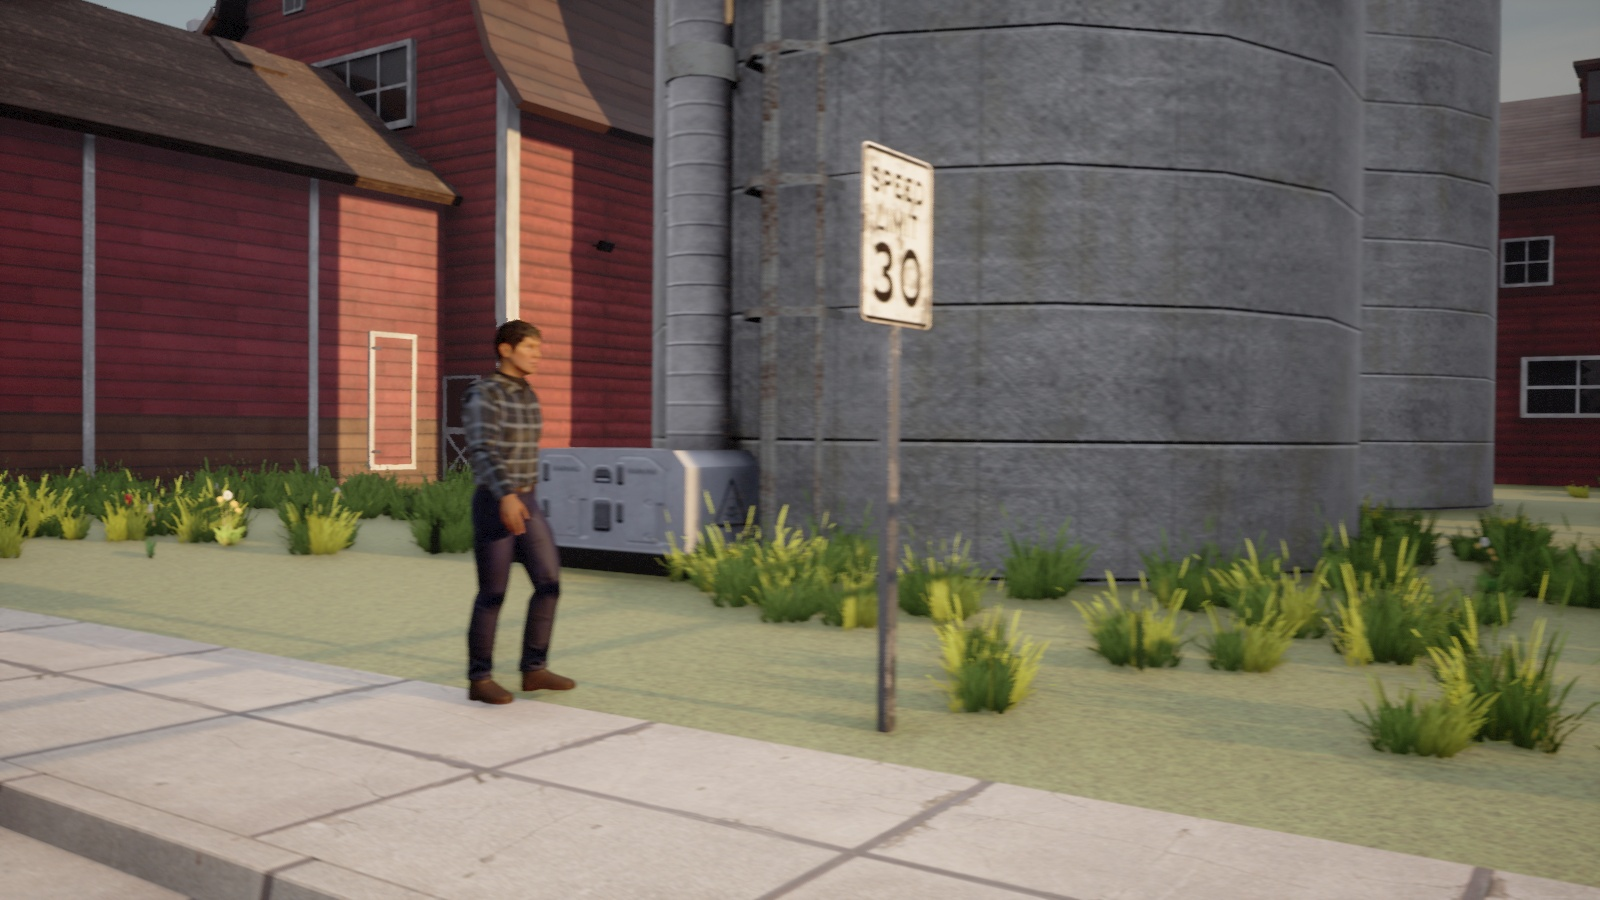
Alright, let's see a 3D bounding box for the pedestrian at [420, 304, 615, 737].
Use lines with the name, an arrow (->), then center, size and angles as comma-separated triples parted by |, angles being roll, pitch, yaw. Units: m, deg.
pedestrian -> -1.345, 0.317, 5.997 | 0.788, 1.949, 0.423 | 0, 1, 24
